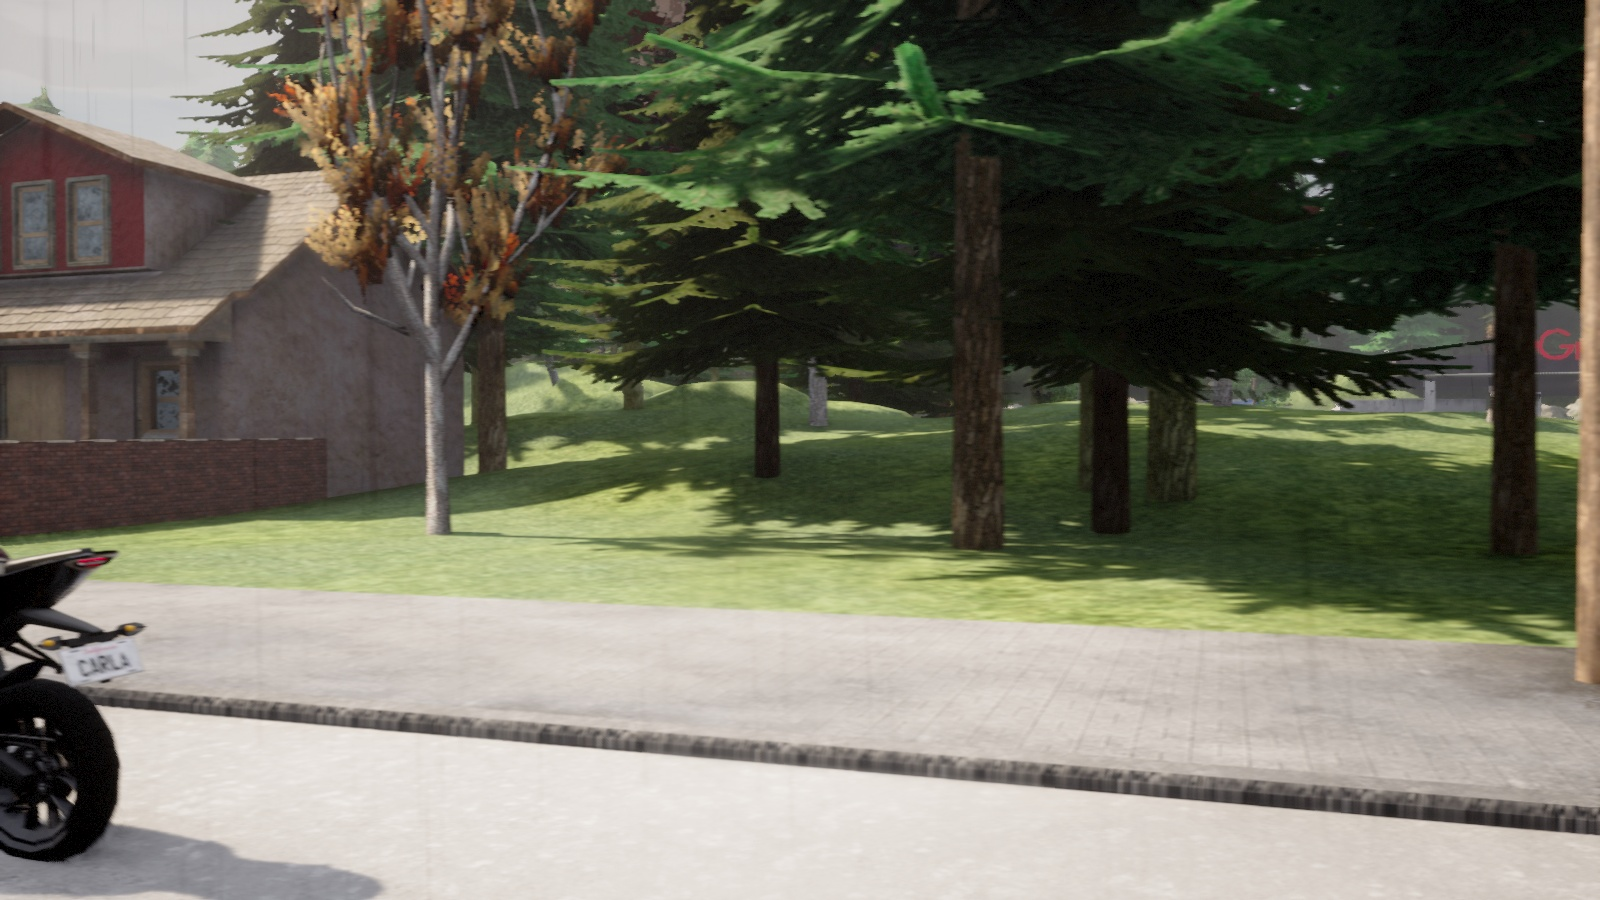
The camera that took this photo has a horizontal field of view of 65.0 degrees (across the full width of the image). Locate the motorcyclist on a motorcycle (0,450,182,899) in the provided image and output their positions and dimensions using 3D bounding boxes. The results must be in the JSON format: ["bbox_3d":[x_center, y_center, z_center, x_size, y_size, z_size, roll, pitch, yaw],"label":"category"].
[{"bbox_3d":[-3.645,0.769,4.947,2.191,1.530,0.866,1,1,19],"label":"motorcyclist on a motorcycle"}]
